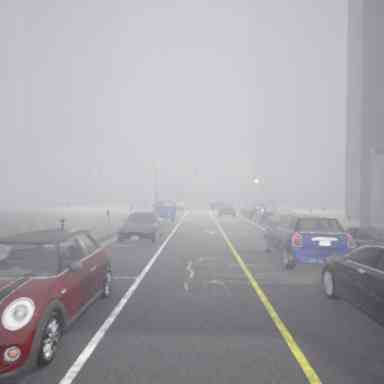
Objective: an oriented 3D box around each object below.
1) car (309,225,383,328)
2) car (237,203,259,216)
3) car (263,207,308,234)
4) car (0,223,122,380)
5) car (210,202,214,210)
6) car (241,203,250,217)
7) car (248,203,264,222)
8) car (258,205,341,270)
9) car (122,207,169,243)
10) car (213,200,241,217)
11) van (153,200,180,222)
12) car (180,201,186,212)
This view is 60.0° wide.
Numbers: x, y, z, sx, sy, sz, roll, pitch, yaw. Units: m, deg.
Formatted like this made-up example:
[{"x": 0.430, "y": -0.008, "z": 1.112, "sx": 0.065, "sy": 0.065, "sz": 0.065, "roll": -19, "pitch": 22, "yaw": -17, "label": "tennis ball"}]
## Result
[{"x": 3.895, "y": 1.634, "z": 5.904, "sx": 1.837, "sy": 1.490, "sz": 4.892, "roll": 1, "pitch": -1, "yaw": 1, "label": "car"}, {"x": 6.544, "y": 2.021, "z": 39.243, "sx": 2.008, "sy": 1.369, "sz": 4.403, "roll": 1, "pitch": 0, "yaw": 1, "label": "car"}, {"x": 6.179, "y": 1.845, "z": 22.495, "sx": 1.752, "sy": 1.417, "sz": 4.829, "roll": 1, "pitch": -1, "yaw": 1, "label": "car"}, {"x": -2.713, "y": 1.442, "z": 5.593, "sx": 1.967, "sy": 1.590, "sz": 4.097, "roll": 1, "pitch": -1, "yaw": 1, "label": "car"}, {"x": 4.637, "y": 2.037, "z": 52.445, "sx": 1.882, "sy": 1.535, "sz": 5.008, "roll": 0, "pitch": -1, "yaw": 33, "label": "car"}, {"x": 6.423, "y": 1.860, "z": 33.605, "sx": 1.967, "sy": 1.590, "sz": 4.097, "roll": 1, "pitch": 0, "yaw": 1, "label": "car"}, {"x": 6.298, "y": 1.920, "z": 27.964, "sx": 2.008, "sy": 1.369, "sz": 4.403, "roll": 1, "pitch": 0, "yaw": 1, "label": "car"}, {"x": 3.940, "y": 1.535, "z": 11.876, "sx": 2.097, "sy": 1.767, "sz": 4.553, "roll": 1, "pitch": -1, "yaw": 1, "label": "car"}, {"x": -2.470, "y": 1.675, "z": 16.872, "sx": 1.947, "sy": 1.339, "sz": 4.313, "roll": 1, "pitch": -1, "yaw": 1, "label": "car"}, {"x": 3.782, "y": 1.945, "z": 36.628, "sx": 2.033, "sy": 1.411, "sz": 5.357, "roll": 1, "pitch": 0, "yaw": 2, "label": "car"}, {"x": -2.220, "y": 1.554, "z": 28.152, "sx": 1.690, "sy": 1.788, "sz": 3.998, "roll": 1, "pitch": -1, "yaw": 1, "label": "van"}, {"x": -1.855, "y": 1.915, "z": 45.068, "sx": 2.008, "sy": 1.369, "sz": 4.403, "roll": 1, "pitch": 0, "yaw": 1, "label": "car"}]
